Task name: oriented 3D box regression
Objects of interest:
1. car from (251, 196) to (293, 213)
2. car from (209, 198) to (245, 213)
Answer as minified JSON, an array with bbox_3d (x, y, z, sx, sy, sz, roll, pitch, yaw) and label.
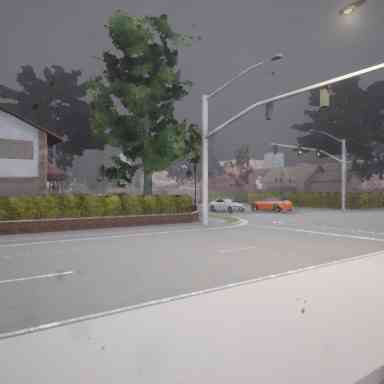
[{"bbox_3d":[8.560,1.263,35.947,2.097,1.767,4.553,0,0,-36],"label":"car"},{"bbox_3d":[3.737,1.435,36.320,1.812,1.442,4.674,0,0,-36],"label":"car"}]
